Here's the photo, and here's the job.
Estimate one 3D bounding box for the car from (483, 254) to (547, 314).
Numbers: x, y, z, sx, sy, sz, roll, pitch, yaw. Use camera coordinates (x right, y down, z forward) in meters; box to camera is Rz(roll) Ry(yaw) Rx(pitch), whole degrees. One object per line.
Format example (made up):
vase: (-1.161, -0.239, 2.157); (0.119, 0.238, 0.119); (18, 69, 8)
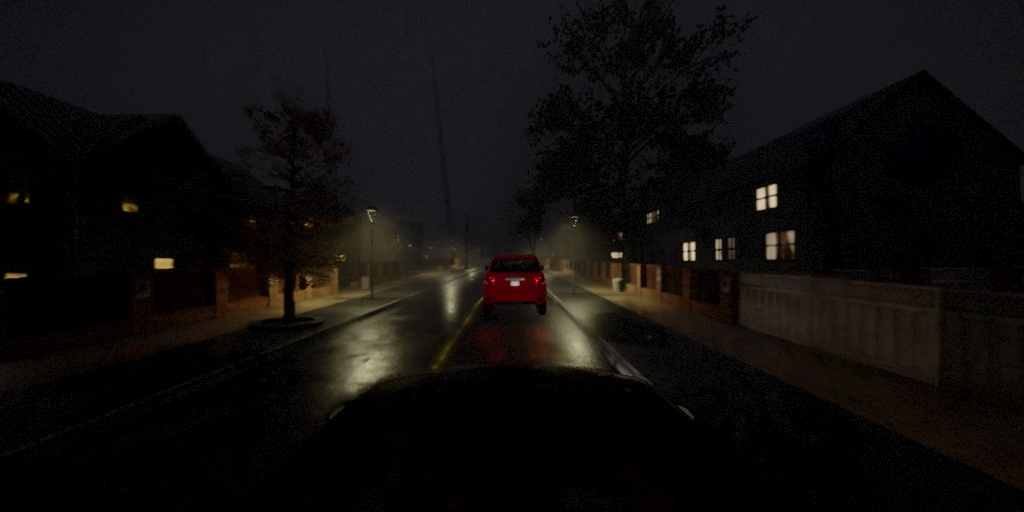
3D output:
car: (0.096, 0.950, 13.858); (2.150, 2.045, 5.566); (0, 0, 0)
